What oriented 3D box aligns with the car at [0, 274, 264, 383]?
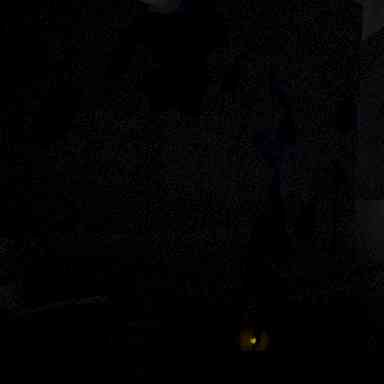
[{"bbox_3d":[-1.449,1.527,2.679,4.674,1.442,1.812,0,0,-34],"label":"car"}]
